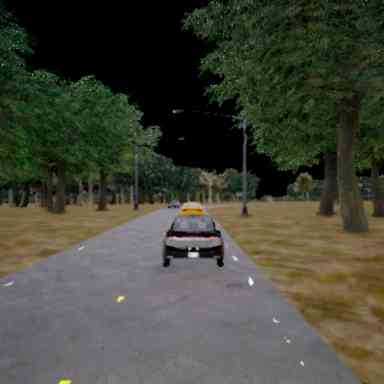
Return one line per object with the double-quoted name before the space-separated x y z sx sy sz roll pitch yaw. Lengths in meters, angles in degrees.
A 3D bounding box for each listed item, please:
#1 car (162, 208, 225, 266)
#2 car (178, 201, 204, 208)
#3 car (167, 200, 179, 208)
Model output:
"car" 0.049 1.527 11.605 2.128 1.511 4.902 0 0 0
"car" 0.017 1.637 28.502 1.882 1.535 5.008 0 0 0
"car" -2.670 2.038 52.761 1.994 1.385 4.181 0 -1 6
